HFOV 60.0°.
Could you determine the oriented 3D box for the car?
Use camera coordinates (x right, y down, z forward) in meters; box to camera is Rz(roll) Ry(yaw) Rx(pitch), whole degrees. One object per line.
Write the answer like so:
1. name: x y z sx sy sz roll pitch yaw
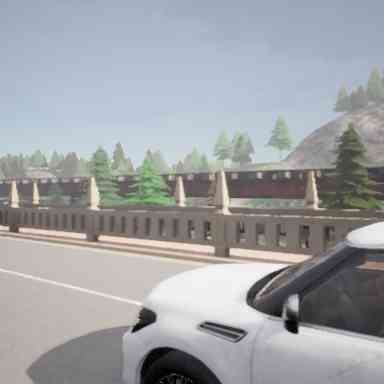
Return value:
1. car: 1.944 1.201 2.490 5.566 2.045 2.150 0 0 36
